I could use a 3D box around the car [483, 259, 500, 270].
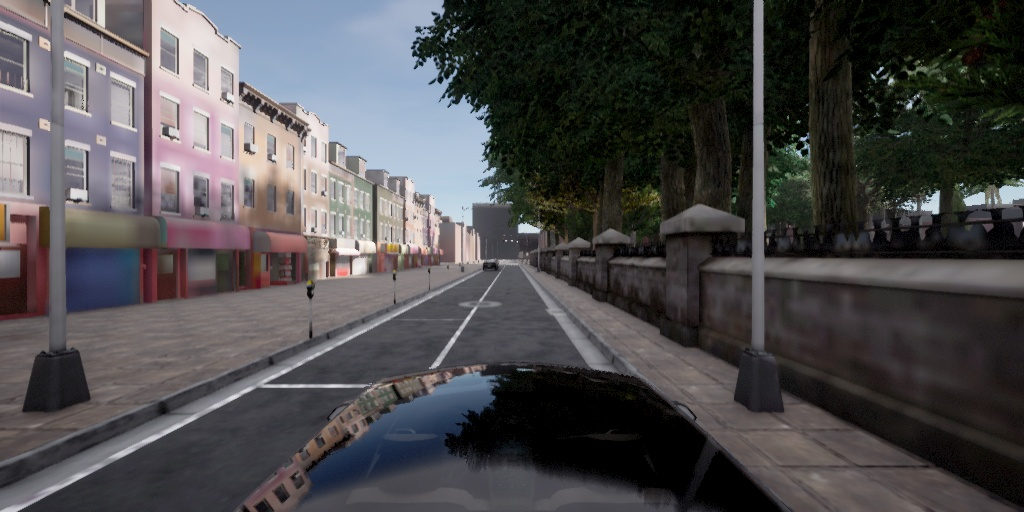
[{"bbox_3d":[-3.015,1.207,50.338,1.882,1.535,5.008,0,0,0],"label":"car"}]
